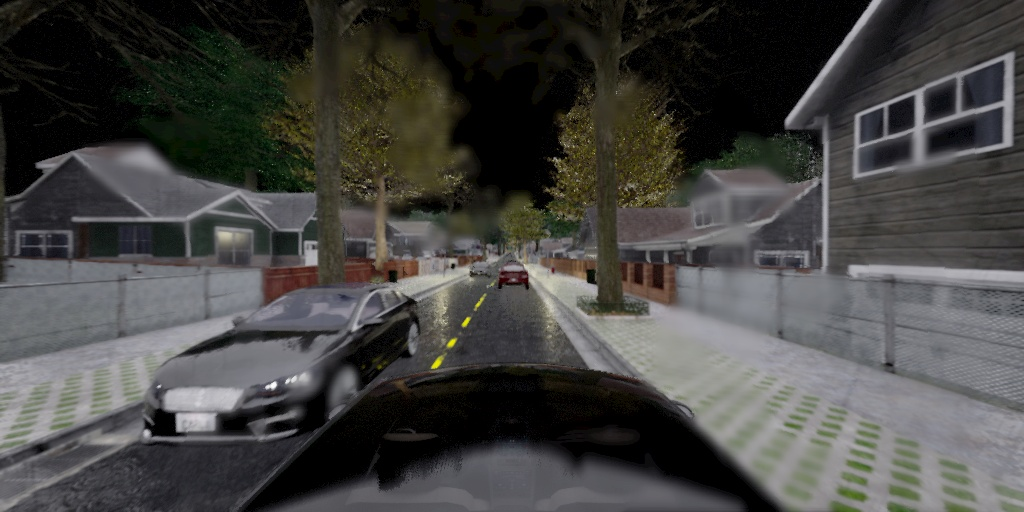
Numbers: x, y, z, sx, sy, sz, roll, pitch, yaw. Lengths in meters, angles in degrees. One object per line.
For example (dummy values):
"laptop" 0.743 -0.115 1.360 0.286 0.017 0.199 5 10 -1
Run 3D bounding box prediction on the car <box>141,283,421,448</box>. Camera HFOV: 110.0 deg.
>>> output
"car" -2.836 1.234 5.687 2.128 1.511 4.902 0 0 0

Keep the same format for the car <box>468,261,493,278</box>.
"car" -2.848 1.244 33.148 1.837 1.490 4.892 0 0 0

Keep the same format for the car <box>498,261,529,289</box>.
"car" 0.102 1.210 23.248 1.882 1.535 5.008 0 0 0
